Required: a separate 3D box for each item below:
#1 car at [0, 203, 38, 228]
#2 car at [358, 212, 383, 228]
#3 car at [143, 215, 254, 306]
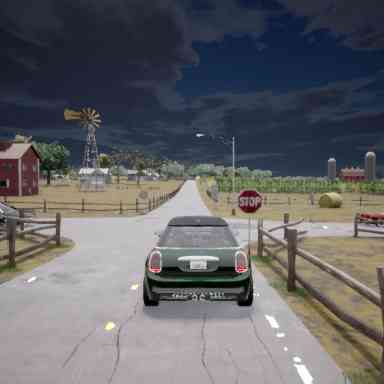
[{"bbox_3d":[-12.090,1.391,20.473,4.892,1.490,1.837,1,2,3],"label":"car"},{"bbox_3d":[14.388,1.800,23.464,4.718,1.301,1.895,1,2,0],"label":"car"},{"bbox_3d":[0.121,1.347,8.160,2.097,1.767,4.553,0,0,0],"label":"car"}]
